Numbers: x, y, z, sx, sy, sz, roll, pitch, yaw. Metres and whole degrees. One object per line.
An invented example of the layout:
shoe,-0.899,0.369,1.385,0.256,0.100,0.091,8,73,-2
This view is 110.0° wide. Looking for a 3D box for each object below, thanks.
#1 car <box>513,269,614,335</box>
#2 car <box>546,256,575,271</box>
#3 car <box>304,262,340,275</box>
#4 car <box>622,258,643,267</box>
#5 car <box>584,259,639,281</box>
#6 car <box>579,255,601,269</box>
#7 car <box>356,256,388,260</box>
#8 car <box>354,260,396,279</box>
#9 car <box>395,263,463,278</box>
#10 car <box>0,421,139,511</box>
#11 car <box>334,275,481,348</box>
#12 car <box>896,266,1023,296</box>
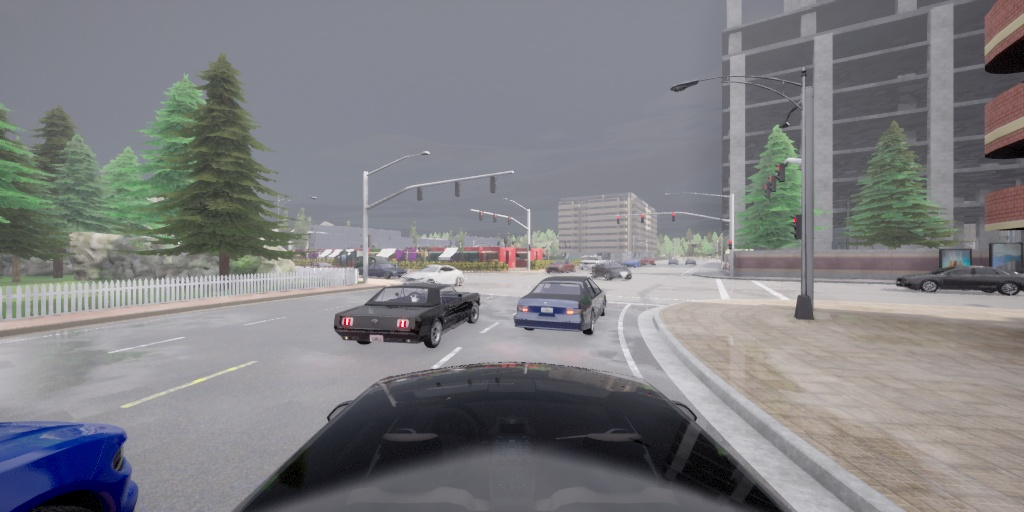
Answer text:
car,1.674,1.297,10.653,2.033,1.411,5.357,0,0,20
car,5.627,1.119,41.307,2.097,1.767,4.553,0,1,30
car,-20.076,1.331,37.891,4.674,1.442,1.812,0,0,30
car,19.537,1.227,58.596,1.882,1.535,5.008,0,0,30
car,8.342,1.288,30.576,2.128,1.511,4.902,0,0,-11
car,11.418,0.970,51.444,2.150,2.045,5.566,0,0,30
car,-14.682,1.027,38.808,5.566,2.045,2.150,0,0,30
car,-12.040,1.353,33.215,5.357,1.411,2.033,0,0,31
car,-4.834,1.290,22.656,1.812,1.442,4.674,0,-1,27
car,-3.214,1.228,0.115,1.882,1.535,5.008,0,0,-2
car,-2.261,1.351,9.296,1.895,1.301,4.718,0,0,11
car,25.032,1.310,20.052,4.892,1.490,1.837,0,0,30
